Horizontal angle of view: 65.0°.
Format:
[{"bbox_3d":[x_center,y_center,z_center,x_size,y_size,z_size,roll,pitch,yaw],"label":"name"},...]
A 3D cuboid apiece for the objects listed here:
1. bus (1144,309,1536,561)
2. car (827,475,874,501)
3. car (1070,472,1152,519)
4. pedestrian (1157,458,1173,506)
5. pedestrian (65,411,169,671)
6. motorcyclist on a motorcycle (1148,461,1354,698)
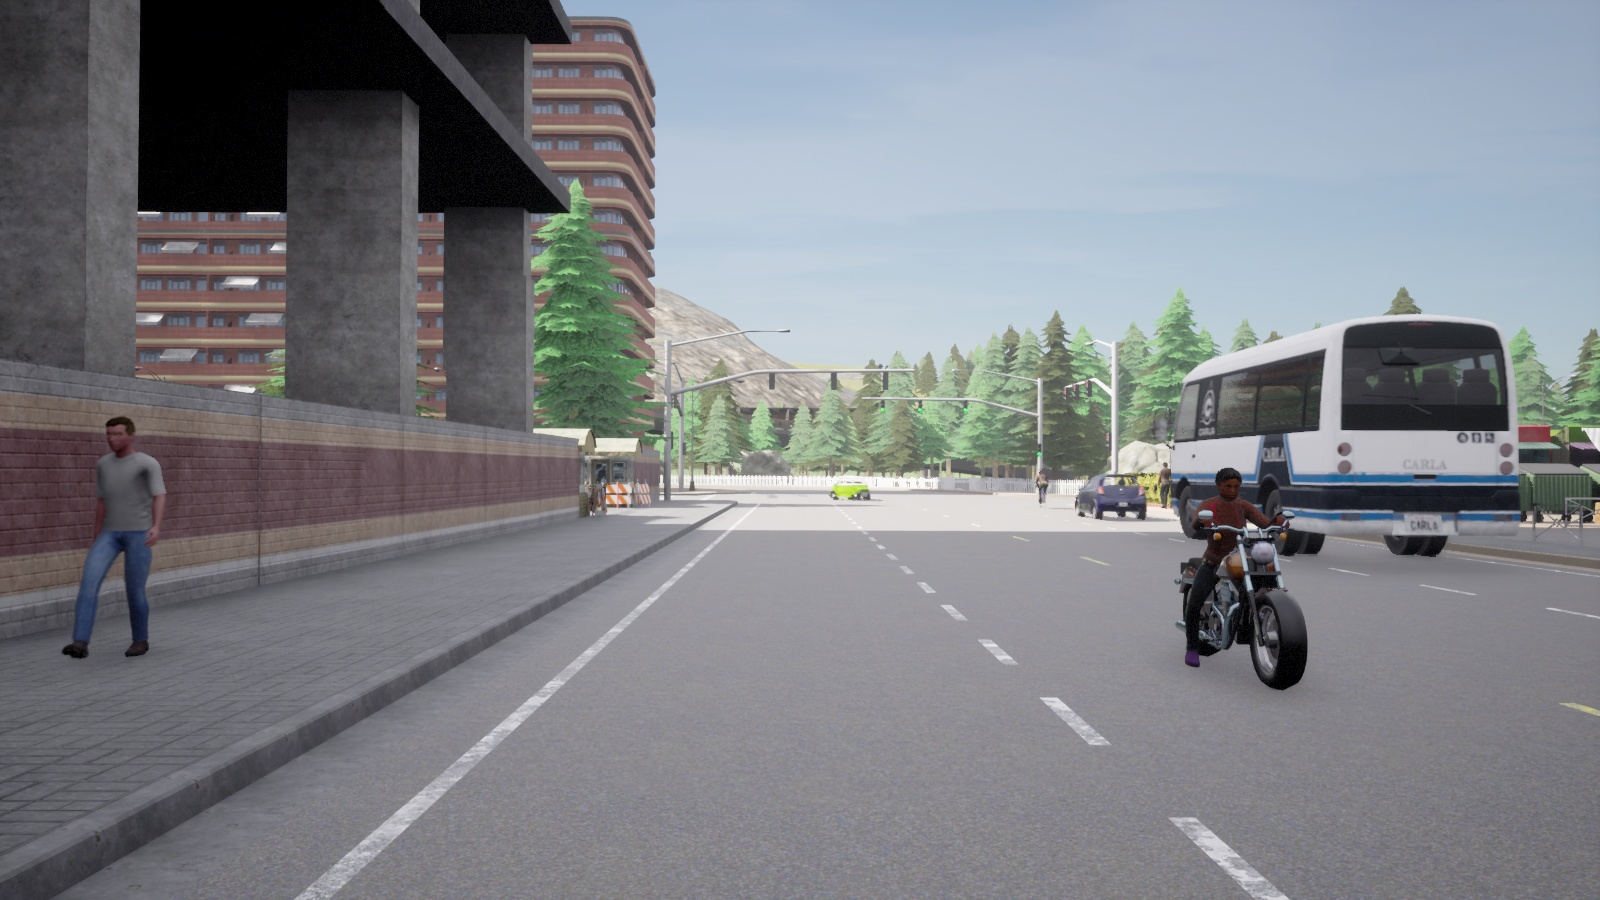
[{"bbox_3d":[10.524,-0.162,26.361,3.944,4.253,10.273,0,-1,1],"label":"bus"},{"bbox_3d":[2.785,2.066,69.156,1.481,1.376,2.207,1,-1,-41],"label":"car"},{"bbox_3d":[10.395,1.494,42.233,1.845,1.501,3.633,0,-1,0],"label":"car"},{"bbox_3d":[14.016,1.220,48.225,0.328,1.805,0.869,0,-1,-1],"label":"pedestrian"},{"bbox_3d":[-5.005,0.648,9.228,0.354,1.836,0.706,0,-1,2],"label":"pedestrian"},{"bbox_3d":[3.475,0.918,9.942,0.766,1.649,2.350,0,-1,0],"label":"motorcyclist on a motorcycle"}]
